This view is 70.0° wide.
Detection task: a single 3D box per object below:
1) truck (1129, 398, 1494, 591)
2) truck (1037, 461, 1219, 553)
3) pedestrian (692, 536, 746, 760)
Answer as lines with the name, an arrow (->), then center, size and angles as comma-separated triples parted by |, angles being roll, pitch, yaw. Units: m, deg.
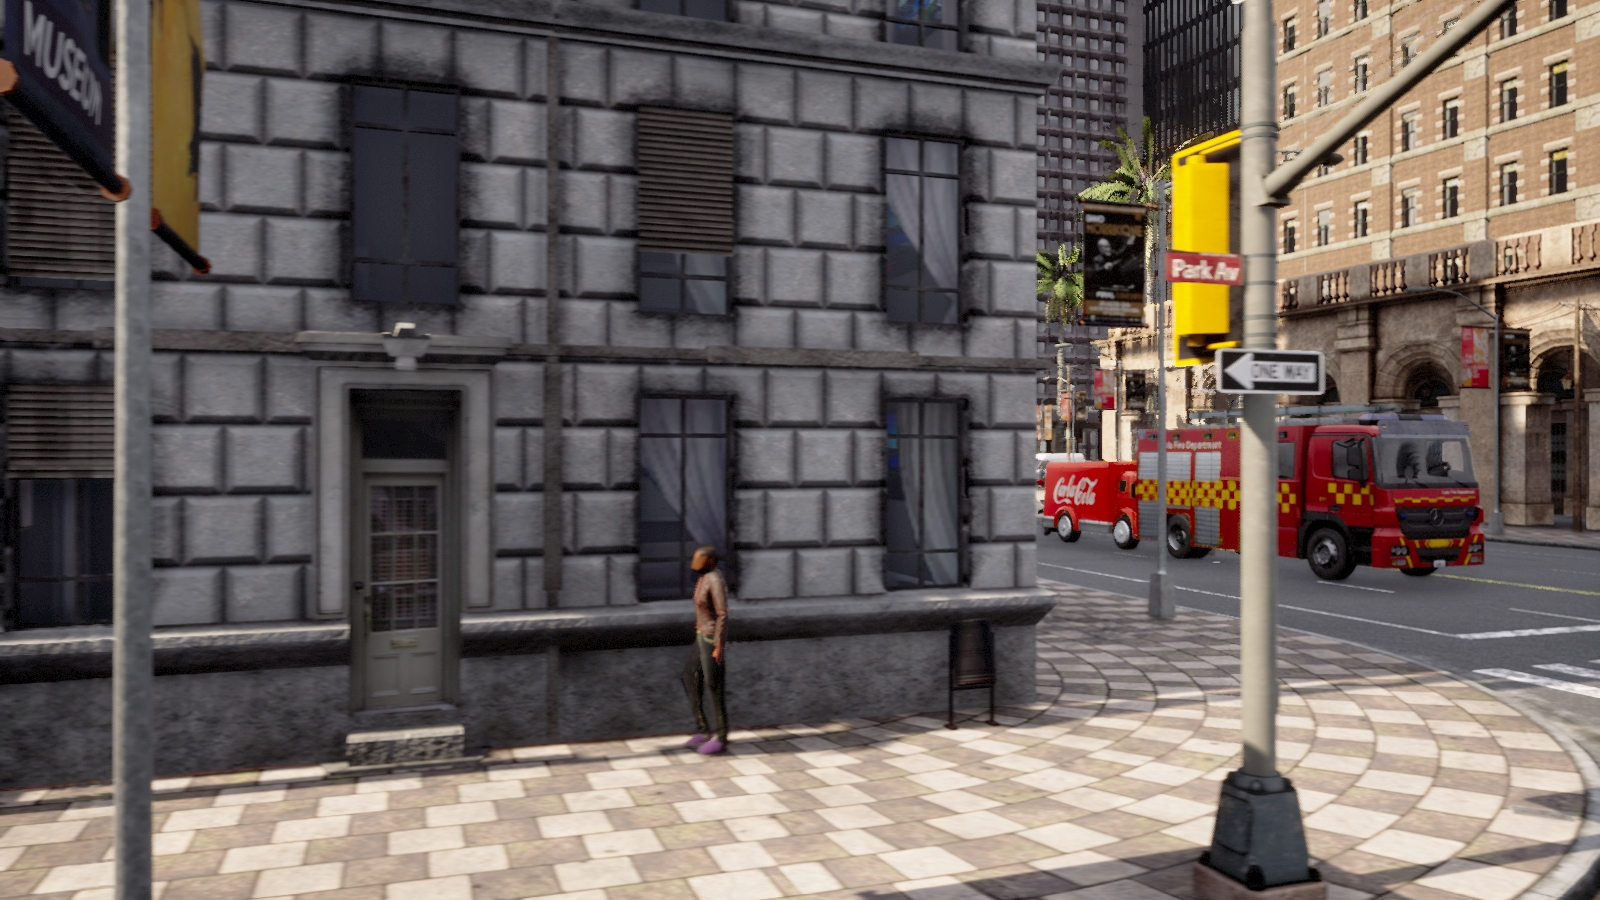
truck -> 11.623, 0.892, 27.210 | 2.891, 3.827, 8.468 | 0, 0, -19
truck -> 9.557, 1.568, 33.846 | 2.627, 2.467, 5.204 | 0, 0, -19
pedestrian -> -0.709, 1.696, 9.907 | 0.375, 1.860, 0.375 | 0, 0, -21
